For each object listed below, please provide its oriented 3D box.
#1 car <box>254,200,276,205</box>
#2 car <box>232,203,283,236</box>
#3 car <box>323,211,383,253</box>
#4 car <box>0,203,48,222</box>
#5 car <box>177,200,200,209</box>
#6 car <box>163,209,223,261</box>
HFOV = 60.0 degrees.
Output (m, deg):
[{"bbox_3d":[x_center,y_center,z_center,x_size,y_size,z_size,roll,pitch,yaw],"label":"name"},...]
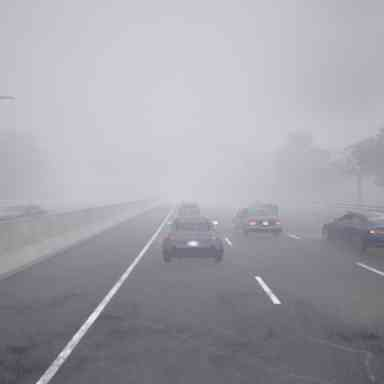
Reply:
[{"bbox_3d":[6.659,1.464,31.320,1.882,1.535,5.008,0,0,-2],"label":"car"},{"bbox_3d":[3.442,1.529,18.225,2.033,1.411,5.357,0,0,-1],"label":"car"},{"bbox_3d":[7.004,1.510,13.574,1.812,1.442,4.674,0,0,-1],"label":"car"},{"bbox_3d":[-10.799,1.464,20.939,1.882,1.535,5.008,0,0,-1],"label":"car"},{"bbox_3d":[-0.290,1.479,29.289,2.128,1.511,4.902,0,0,-1],"label":"car"},{"bbox_3d":[0.017,1.553,12.213,1.994,1.385,4.181,0,0,-1],"label":"car"}]
